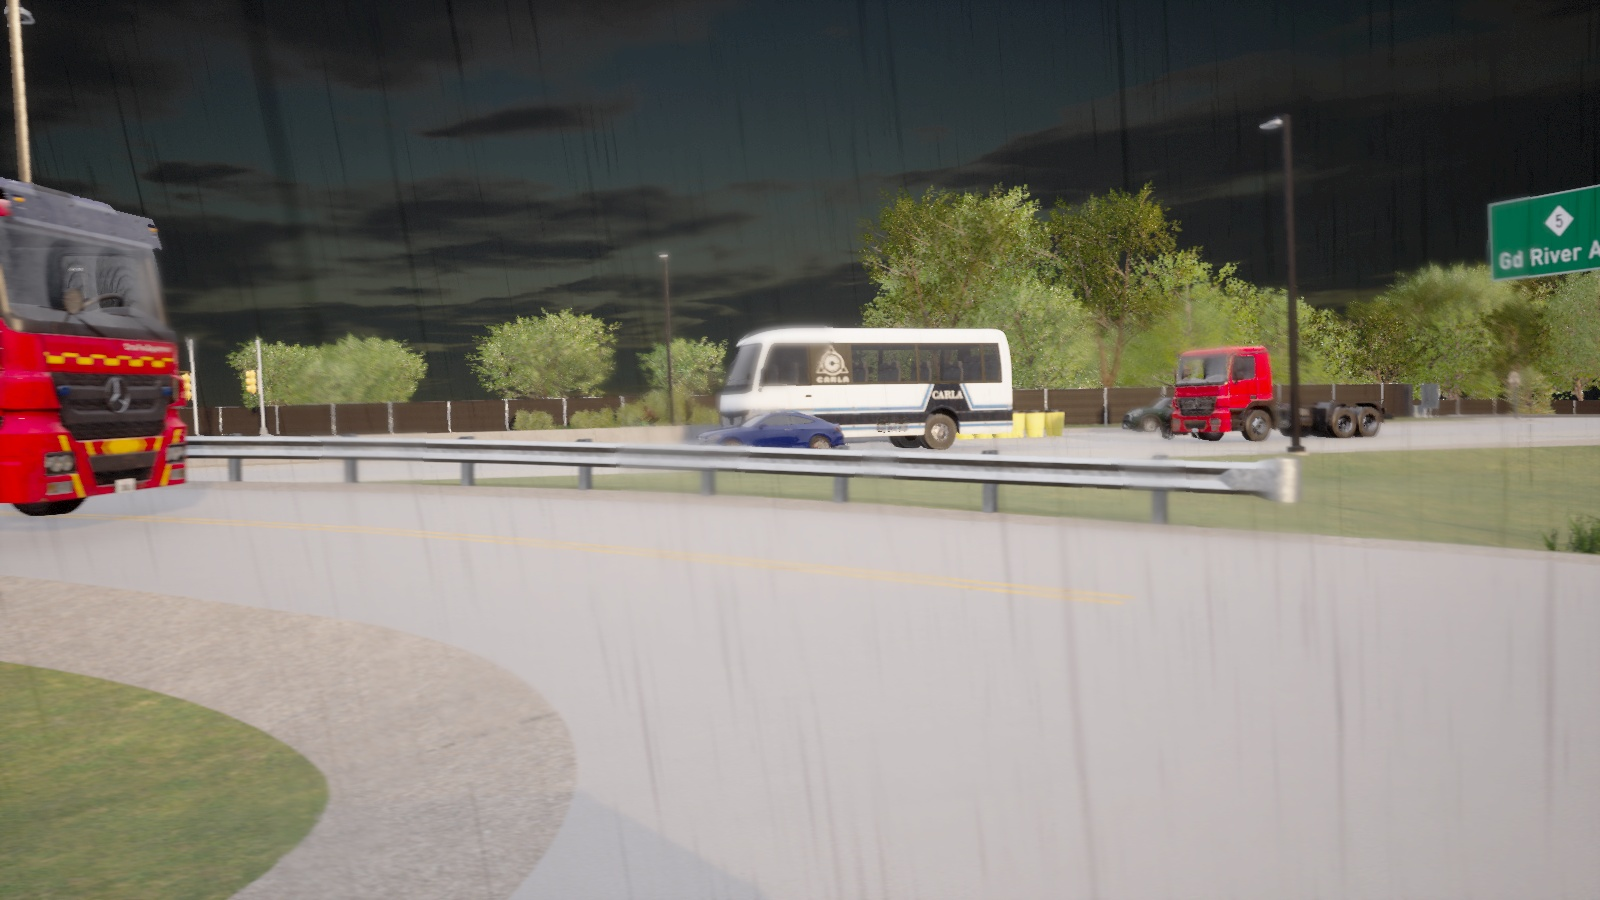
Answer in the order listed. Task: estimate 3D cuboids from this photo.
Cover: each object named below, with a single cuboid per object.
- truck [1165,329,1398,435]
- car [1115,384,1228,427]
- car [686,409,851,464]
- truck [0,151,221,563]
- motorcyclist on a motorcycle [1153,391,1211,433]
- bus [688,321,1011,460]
[{"bbox_3d":[17.537,-2.477,45.728,7.936,3.462,2.891,-3,2,-21],"label":"truck"},{"bbox_3d":[17.281,-2.084,58.550,4.553,1.767,2.097,-2,2,-2],"label":"car"},{"bbox_3d":[-0.954,-0.426,38.608,4.674,1.442,1.812,-3,2,-21],"label":"car"},{"bbox_3d":[-11.091,-0.872,13.347,8.468,3.827,2.891,-1,3,3],"label":"truck"},{"bbox_3d":[14.716,-1.459,48.401,2.044,1.523,0.797,-3,2,-21],"label":"motorcyclist on a motorcycle"},{"bbox_3d":[1.716,-2.086,43.373,10.273,4.253,3.944,-3,2,-21],"label":"bus"}]
